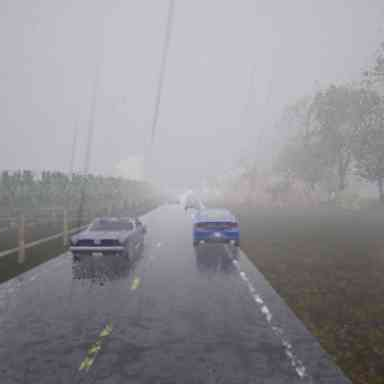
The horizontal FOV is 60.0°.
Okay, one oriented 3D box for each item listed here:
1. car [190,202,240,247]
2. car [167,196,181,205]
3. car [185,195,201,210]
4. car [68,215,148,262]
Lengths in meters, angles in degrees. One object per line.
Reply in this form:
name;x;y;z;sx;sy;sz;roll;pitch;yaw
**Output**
car;0.964;1.447;14.948;1.882;1.535;5.008;0;0;0
car;-2.812;1.360;53.461;1.837;1.490;4.892;0;0;0
car;0.069;1.446;40.538;2.033;1.411;5.357;0;0;0
car;-2.849;1.576;12.247;1.895;1.301;4.718;0;0;0
